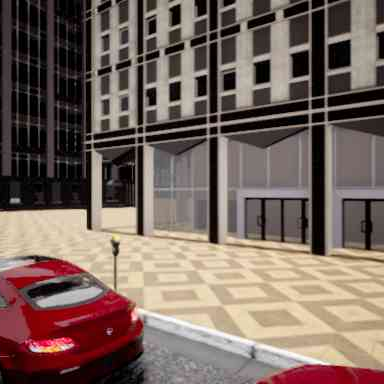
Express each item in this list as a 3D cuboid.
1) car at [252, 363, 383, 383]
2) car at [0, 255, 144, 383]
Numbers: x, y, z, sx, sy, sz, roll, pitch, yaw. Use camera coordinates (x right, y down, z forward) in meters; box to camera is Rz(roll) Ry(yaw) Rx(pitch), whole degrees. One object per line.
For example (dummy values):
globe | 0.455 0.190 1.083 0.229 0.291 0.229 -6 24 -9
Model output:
car | 2.090 1.585 1.388 4.206 1.307 1.802 0 0 35
car | -2.520 1.570 4.675 4.206 1.307 1.802 0 0 35
